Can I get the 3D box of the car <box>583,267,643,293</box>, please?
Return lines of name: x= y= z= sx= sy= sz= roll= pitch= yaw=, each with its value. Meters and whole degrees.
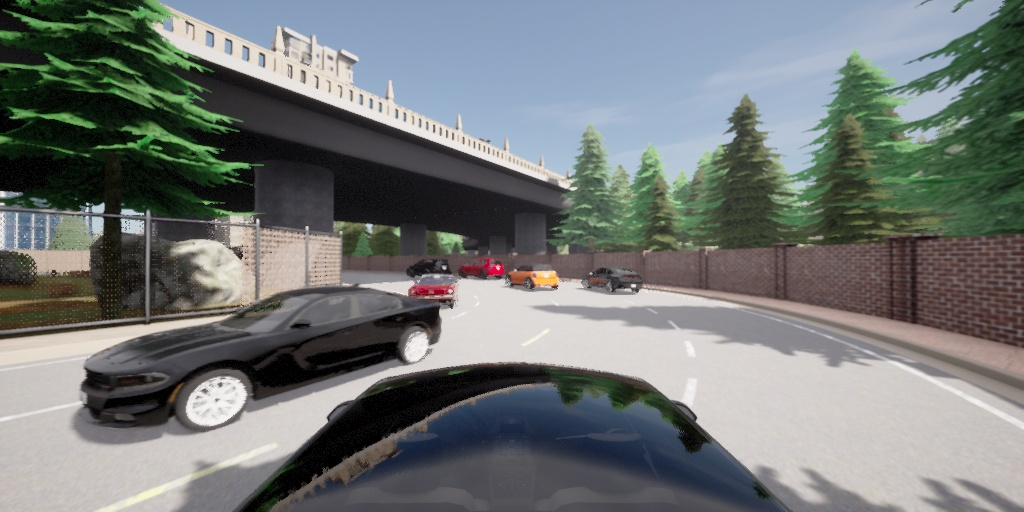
car: x=6.165 y=1.448 z=22.511 sx=1.837 sy=1.490 sz=4.892 roll=1 pitch=-1 yaw=-16

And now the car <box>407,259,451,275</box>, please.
car: x=-8.600 y=1.331 z=37.002 sx=5.566 sy=2.045 sz=2.150 roll=0 pitch=-1 yaw=43

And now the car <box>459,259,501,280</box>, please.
car: x=-3.179 y=1.319 z=36.586 sx=2.150 sy=2.045 sz=5.566 roll=1 pitch=-1 yaw=-44

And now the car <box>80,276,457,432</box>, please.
car: x=-3.345 y=1.275 z=6.018 sx=1.882 sy=1.535 sz=5.008 roll=0 pitch=0 yaw=32

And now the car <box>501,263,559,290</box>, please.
car: x=1.289 y=1.324 z=24.728 sx=2.097 sy=1.767 sz=4.553 roll=0 pitch=-1 yaw=-25

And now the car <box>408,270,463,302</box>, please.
car: x=-3.378 y=1.497 z=16.150 sx=1.895 sy=1.301 sz=4.718 roll=0 pitch=-1 yaw=-6
